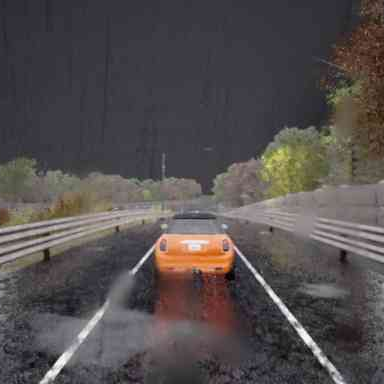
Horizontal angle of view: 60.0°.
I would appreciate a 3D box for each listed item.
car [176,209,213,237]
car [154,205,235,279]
[{"bbox_3d":[0.152,1.870,21.404,2.128,1.511,4.902,0,-2,0],"label":"car"},{"bbox_3d":[0.074,1.430,10.375,2.097,1.767,4.553,0,-1,0],"label":"car"}]
